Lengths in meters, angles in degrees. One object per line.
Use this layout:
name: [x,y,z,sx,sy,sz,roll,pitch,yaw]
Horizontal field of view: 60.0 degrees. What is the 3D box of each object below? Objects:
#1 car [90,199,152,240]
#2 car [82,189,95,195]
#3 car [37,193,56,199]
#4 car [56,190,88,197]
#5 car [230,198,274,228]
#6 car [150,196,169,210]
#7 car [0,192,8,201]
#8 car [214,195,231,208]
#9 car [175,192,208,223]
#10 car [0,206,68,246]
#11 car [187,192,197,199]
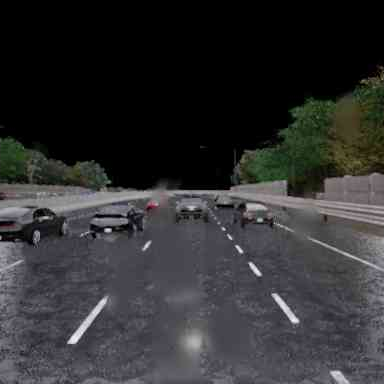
car: [-3.416,1.307,15.946,2.128,1.511,4.902,0,1,0]
car: [-21.077,0.413,66.646,2.150,2.045,5.566,0,0,0]
car: [-24.595,0.831,56.491,1.994,1.385,4.181,0,1,1]
car: [-17.613,0.834,49.018,2.128,1.511,4.902,0,1,0]
car: [3.582,1.280,19.848,1.812,1.442,4.674,0,1,0]
car: [-3.438,1.112,34.255,1.994,1.385,4.181,0,1,0]
car: [-28.108,0.734,46.832,2.097,1.767,4.553,0,1,0]
car: [3.558,1.053,37.471,1.994,1.385,4.181,0,1,0]
car: [-0.024,1.066,23.108,2.097,1.767,4.553,0,1,0]
car: [-6.915,1.346,14.244,1.837,1.490,4.892,0,1,0]
car: [-0.081,0.697,70.353,2.033,1.411,5.357,0,0,0]
